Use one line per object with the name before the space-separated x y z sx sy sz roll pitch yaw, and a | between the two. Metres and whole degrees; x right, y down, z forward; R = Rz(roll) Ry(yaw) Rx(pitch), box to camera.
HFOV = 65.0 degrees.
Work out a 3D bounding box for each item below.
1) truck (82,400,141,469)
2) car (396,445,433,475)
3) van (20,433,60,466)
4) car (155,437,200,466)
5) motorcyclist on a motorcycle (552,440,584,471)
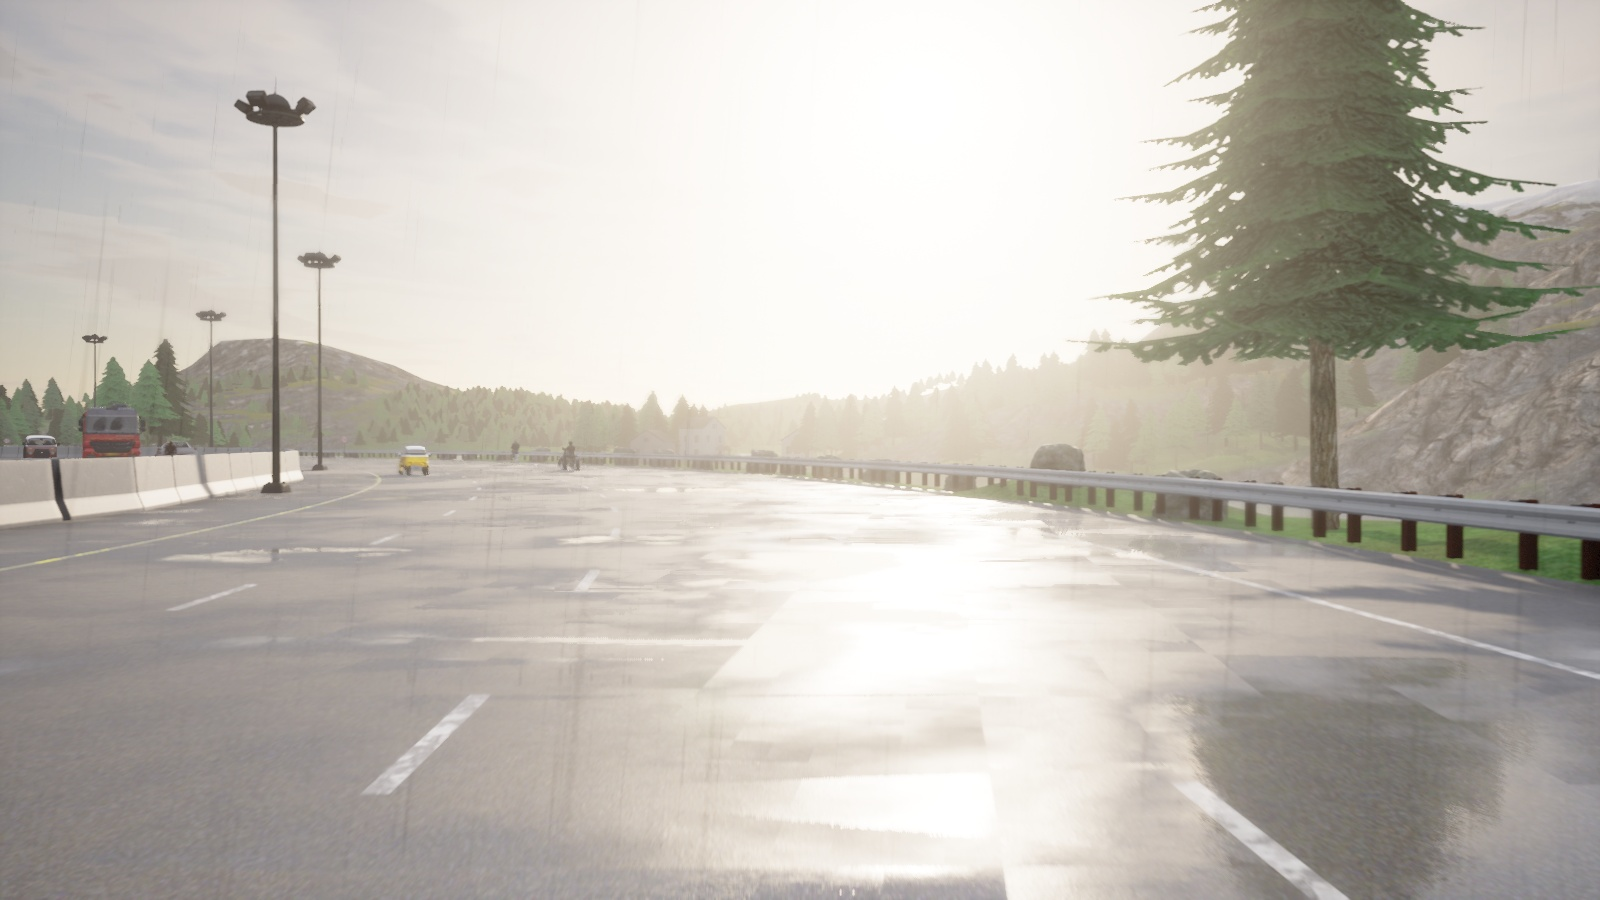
truck | -40.741 -0.867 74.191 2.891 3.827 8.468 0 0 -30
car | -18.143 0.455 59.055 1.481 1.376 2.207 0 1 -21
van | -48.863 -0.022 80.708 2.069 2.038 4.480 0 0 -33
car | -37.258 0.074 75.076 2.152 1.651 5.027 0 0 -30
motorcyclist on a motorcycle | -12.627 0.303 68.228 0.766 1.649 2.350 -1 0 -35
